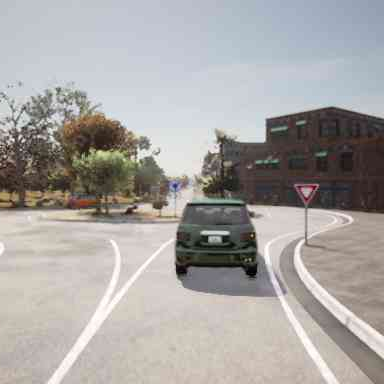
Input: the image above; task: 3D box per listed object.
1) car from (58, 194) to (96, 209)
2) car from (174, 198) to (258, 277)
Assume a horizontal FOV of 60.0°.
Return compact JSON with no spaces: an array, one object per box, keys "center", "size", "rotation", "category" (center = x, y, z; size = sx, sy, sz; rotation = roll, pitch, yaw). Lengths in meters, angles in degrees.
[{"center":[-13.242,1.058,38.875],"size":[2.097,1.767,4.553],"rotation":[2,2,45],"category":"car"},{"center":[0.802,1.207,10.437],"size":[2.150,2.045,5.566],"rotation":[0,0,6],"category":"car"}]
